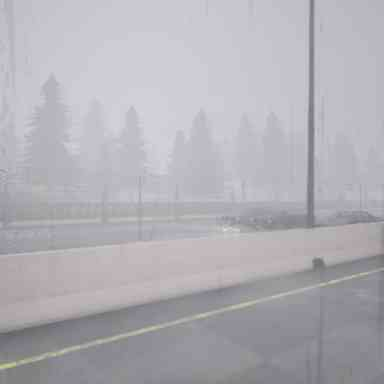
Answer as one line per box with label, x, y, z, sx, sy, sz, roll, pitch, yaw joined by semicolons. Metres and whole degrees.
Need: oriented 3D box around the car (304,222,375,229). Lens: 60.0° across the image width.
car;8.915;1.744;18.963;5.357;1.411;2.033;1;0;-36
